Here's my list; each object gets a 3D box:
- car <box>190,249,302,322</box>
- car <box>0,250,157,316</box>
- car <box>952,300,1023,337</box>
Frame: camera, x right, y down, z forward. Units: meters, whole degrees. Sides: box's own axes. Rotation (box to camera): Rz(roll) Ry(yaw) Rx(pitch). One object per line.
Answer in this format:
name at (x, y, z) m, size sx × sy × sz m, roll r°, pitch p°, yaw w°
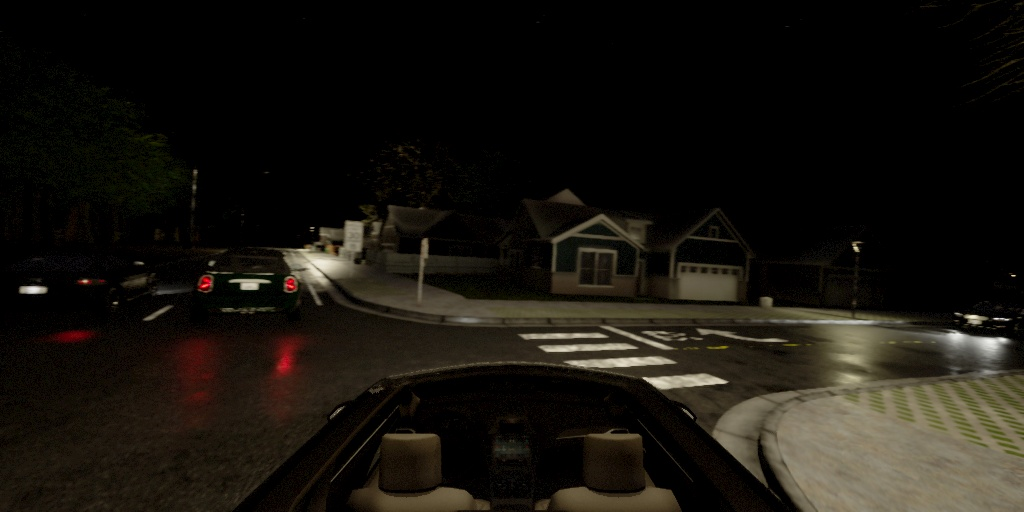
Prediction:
car at (-7.059, 0.584, 9.905) m, size 2.097 × 1.767 × 4.553 m, roll 4°, pitch 1°, yaw -32°
car at (-10.497, 0.554, 8.767) m, size 1.994 × 1.385 × 4.181 m, roll 4°, pitch 0°, yaw -32°
car at (23.351, 2.896, 16.951) m, size 4.902 × 1.511 × 2.128 m, roll 4°, pitch 0°, yaw -16°
